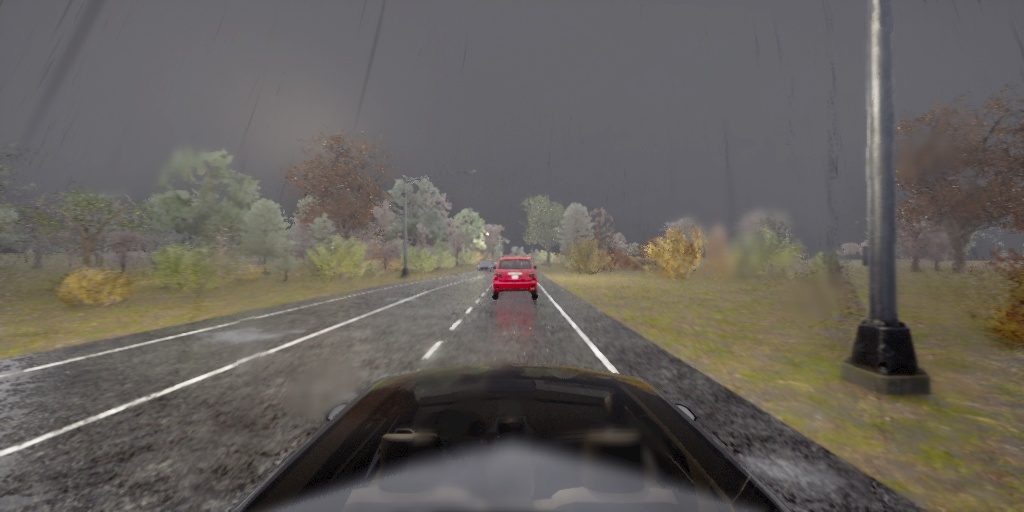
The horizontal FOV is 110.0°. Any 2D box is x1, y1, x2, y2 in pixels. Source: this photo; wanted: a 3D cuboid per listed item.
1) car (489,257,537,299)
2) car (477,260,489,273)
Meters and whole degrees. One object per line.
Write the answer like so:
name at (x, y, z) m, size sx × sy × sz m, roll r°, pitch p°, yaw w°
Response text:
car at (0.165, 1.080, 19.226) m, size 2.150 × 2.045 × 5.566 m, roll 0°, pitch 0°, yaw 1°
car at (-3.541, 1.382, 50.252) m, size 2.097 × 1.767 × 4.553 m, roll 0°, pitch 0°, yaw 6°
